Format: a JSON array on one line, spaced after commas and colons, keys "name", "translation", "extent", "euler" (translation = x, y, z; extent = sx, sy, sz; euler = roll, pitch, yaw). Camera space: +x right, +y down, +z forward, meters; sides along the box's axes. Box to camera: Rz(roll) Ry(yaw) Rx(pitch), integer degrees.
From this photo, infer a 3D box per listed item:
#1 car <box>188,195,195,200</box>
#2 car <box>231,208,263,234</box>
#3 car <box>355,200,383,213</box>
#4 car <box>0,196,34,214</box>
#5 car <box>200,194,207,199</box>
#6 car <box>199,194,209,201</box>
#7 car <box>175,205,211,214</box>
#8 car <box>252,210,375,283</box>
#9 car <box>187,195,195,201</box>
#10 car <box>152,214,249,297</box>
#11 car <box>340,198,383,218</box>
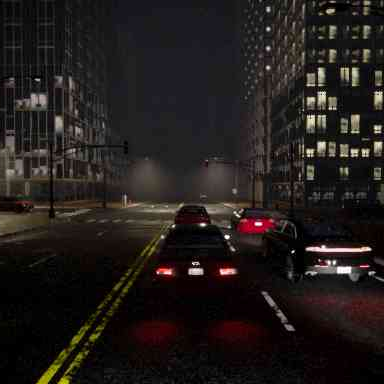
[{"name": "car", "translation": [-0.227, 1.459, 92.866], "extent": [1.994, 1.385, 4.181], "euler": [0, 0, 0]}, {"name": "car", "translation": [3.305, 1.554, 18.480], "extent": [1.994, 1.385, 4.181], "euler": [0, 0, 0]}, {"name": "car", "translation": [21.716, 1.642, 38.532], "extent": [4.829, 1.417, 1.752], "euler": [1, 0, 1]}, {"name": "car", "translation": [-18.289, 1.206, 33.295], "extent": [4.553, 1.767, 2.097], "euler": [1, 1, 1]}, {"name": "car", "translation": [3.027, 1.266, 91.407], "extent": [1.812, 1.442, 4.674], "euler": [0, 0, 0]}, {"name": "car", "translation": [3.052, 1.513, 81.434], "extent": [1.895, 1.301, 4.718], "euler": [0, 0, 0]}, {"name": "car", "translation": [0.060, 1.468, 18.585], "extent": [1.882, 1.535, 5.008], "euler": [0, 0, 1]}, {"name": "car", "translation": [3.325, 1.487, 9.679], "extent": [2.128, 1.511, 4.902], "euler": [0, 0, 0]}, {"name": "car", "translation": [-0.202, 1.519, 82.776], "extent": [1.895, 1.301, 4.718], "euler": [0, 0, 0]}, {"name": "car", "translation": [0.080, 1.544, 8.764], "extent": [2.033, 1.411, 5.357], "euler": [0, 0, 0]}, {"name": "car", "translation": [16.128, 1.519, 30.232], "extent": [5.009, 1.841, 2.192], "euler": [1, 0, 1]}]
